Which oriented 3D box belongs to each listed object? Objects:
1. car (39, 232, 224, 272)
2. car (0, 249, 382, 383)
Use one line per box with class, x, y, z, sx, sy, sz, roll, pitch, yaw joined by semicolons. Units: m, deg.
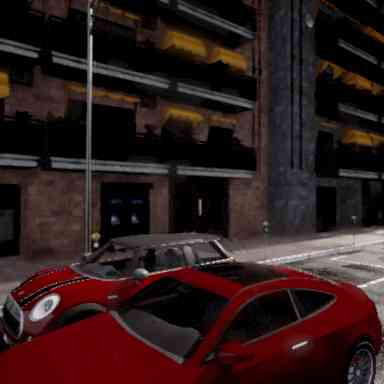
car;-1.003;1.516;5.869;4.097;1.590;1.967;1;-1;-37
car;0.259;1.575;3.575;4.674;1.442;1.812;1;-1;-36
